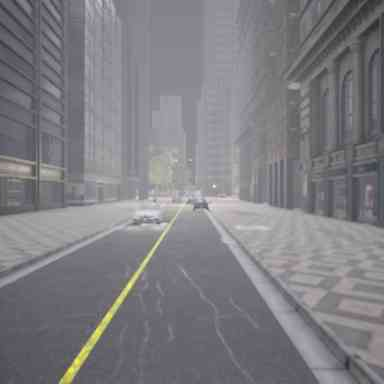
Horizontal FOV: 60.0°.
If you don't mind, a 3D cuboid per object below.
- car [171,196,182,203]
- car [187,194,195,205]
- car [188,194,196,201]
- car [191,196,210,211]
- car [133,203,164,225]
[{"bbox_3d":[-2.979,1.556,65.904,1.994,1.385,4.181,0,0,0],"label":"car"},{"bbox_3d":[0.024,1.517,58.447,1.812,1.442,4.674,0,0,0],"label":"car"},{"bbox_3d":[0.033,1.305,77.848,1.837,1.490,4.892,0,0,0],"label":"car"},{"bbox_3d":[1.066,1.519,40.190,1.812,1.442,4.674,0,0,0],"label":"car"},{"bbox_3d":[-3.076,1.521,24.179,1.812,1.442,4.674,0,0,0],"label":"car"}]
